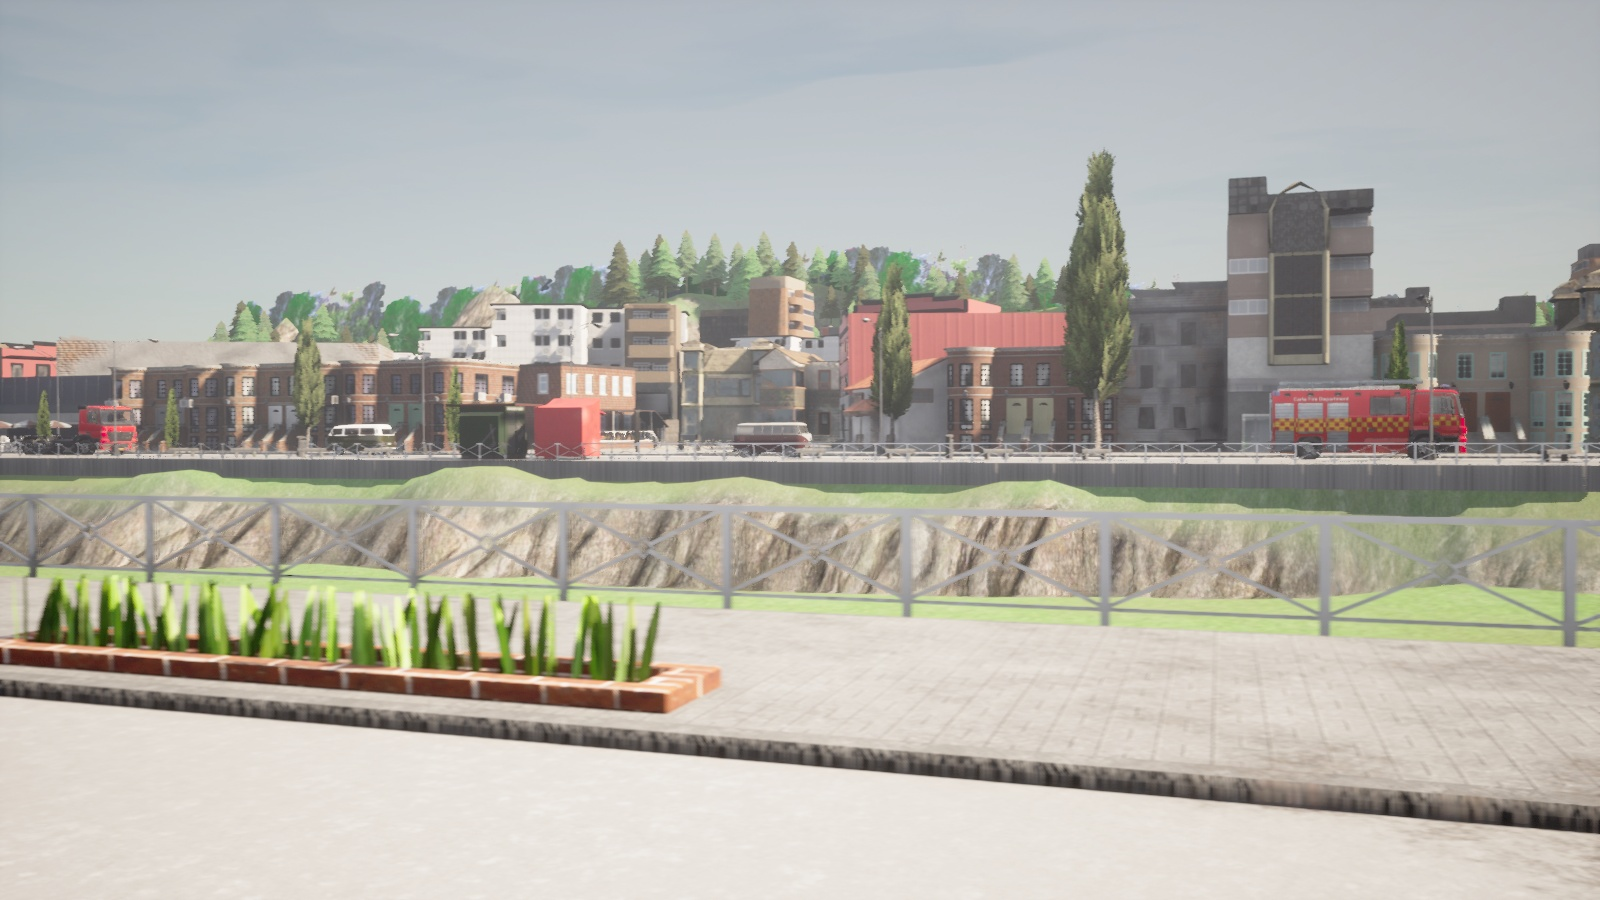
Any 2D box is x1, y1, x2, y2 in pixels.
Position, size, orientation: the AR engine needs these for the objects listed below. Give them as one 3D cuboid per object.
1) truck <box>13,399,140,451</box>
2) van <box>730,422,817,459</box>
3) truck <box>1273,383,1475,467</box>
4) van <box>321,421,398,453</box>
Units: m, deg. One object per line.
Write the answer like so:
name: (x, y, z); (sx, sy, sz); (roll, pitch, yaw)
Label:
truck: (-49.149, -1.707, 85.329); (7.936, 3.462, 2.891); (1, 1, 19)
van: (-1.451, -0.536, 69.308); (4.442, 1.987, 1.775); (1, 1, 19)
truck: (27.074, -1.192, 59.706); (8.468, 3.827, 2.891); (1, 1, 19)
van: (-29.061, -0.885, 82.806); (4.480, 2.038, 2.069); (1, 1, 19)
